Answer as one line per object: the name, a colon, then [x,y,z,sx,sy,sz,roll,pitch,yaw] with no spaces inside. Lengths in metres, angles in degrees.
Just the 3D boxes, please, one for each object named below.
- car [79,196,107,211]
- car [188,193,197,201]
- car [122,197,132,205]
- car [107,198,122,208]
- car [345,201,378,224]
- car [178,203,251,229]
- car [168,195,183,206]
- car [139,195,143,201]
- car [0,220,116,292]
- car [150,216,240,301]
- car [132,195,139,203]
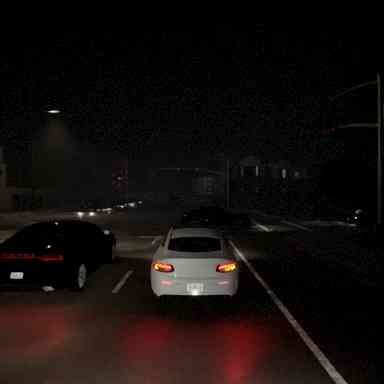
car: [-14.085,1.606,46.906,2.150,2.045,5.566,0,-1,0]
car: [0.022,1.417,89.352,2.150,2.045,5.566,0,-1,0]
car: [-13.995,1.912,66.523,2.033,1.411,5.357,0,1,1]
car: [-14.067,1.920,56.750,2.128,1.511,4.902,0,0,0]
car: [14.255,1.491,25.542,4.553,1.767,2.097,0,-1,0]
car: [1.524,1.634,21.937,4.674,1.442,1.812,0,-1,0]
car: [-3.384,1.616,63.949,2.150,2.045,5.566,0,1,0]
car: [-13.979,1.540,86.683,2.097,1.767,4.553,0,0,0]
car: [-3.427,1.498,9.011,1.882,1.535,5.008,0,0,0]
car: [0.069,1.540,8.224,1.812,1.442,4.674,0,0,0]
car: [-13.981,1.824,76.387,1.895,1.301,4.718,0,1,0]
